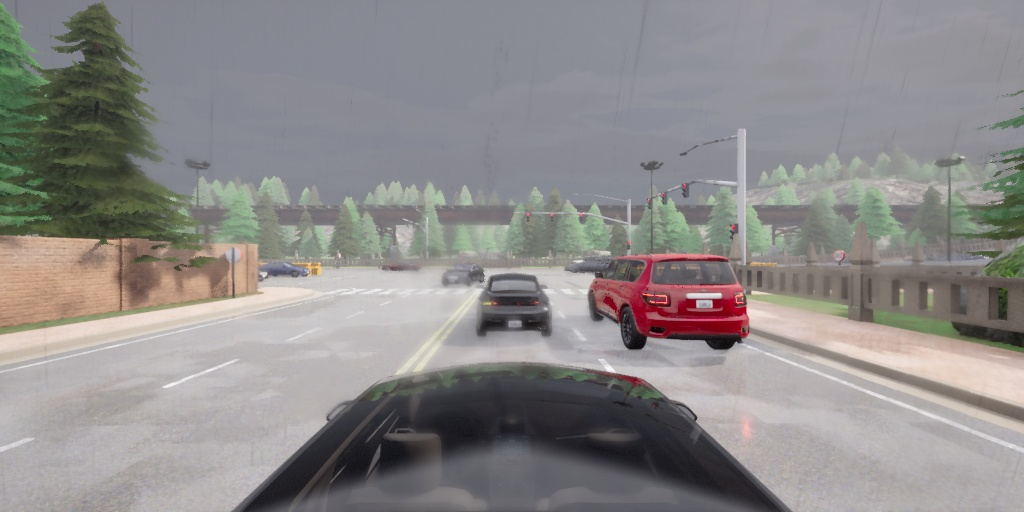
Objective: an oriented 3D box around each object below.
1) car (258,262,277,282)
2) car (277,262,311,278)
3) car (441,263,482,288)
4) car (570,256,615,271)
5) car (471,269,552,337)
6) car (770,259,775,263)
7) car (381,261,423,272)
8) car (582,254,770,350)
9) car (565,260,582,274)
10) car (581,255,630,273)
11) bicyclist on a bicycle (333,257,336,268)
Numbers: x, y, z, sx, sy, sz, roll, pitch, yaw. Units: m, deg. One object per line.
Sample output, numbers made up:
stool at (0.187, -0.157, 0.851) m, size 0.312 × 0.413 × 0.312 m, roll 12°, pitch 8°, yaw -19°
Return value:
car at (-20.932, 1.242, 26.804) m, size 4.902 × 1.511 × 2.128 m, roll 0°, pitch 0°, yaw 0°
car at (-21.555, 1.276, 33.817) m, size 4.674 × 1.442 × 1.812 m, roll 0°, pitch 0°, yaw 0°
car at (-3.199, 1.241, 24.098) m, size 2.128 × 1.511 × 4.902 m, roll 0°, pitch 0°, yaw 10°
car at (10.683, 0.973, 48.074) m, size 5.566 × 2.045 × 2.150 m, roll 0°, pitch 0°, yaw 0°
car at (0.021, 1.255, 10.334) m, size 1.837 × 1.490 × 4.892 m, roll 0°, pitch 0°, yaw -1°
car at (27.858, 1.103, 41.111) m, size 4.553 × 1.767 × 2.097 m, roll 0°, pitch 0°, yaw 0°
car at (-13.663, 1.351, 44.531) m, size 4.718 × 1.301 × 1.895 m, roll 0°, pitch 0°, yaw 0°
car at (3.517, 0.971, 9.233) m, size 2.150 × 2.045 × 5.566 m, roll 0°, pitch 0°, yaw 0°
car at (8.796, 1.298, 41.069) m, size 5.357 × 1.411 × 2.033 m, roll 0°, pitch 0°, yaw 0°
car at (11.586, 0.974, 44.570) m, size 5.566 × 2.045 × 2.150 m, roll 0°, pitch 0°, yaw 0°
bicyclist on a bicycle at (-27.410, 1.051, 55.790) m, size 0.582 × 1.620 × 1.656 m, roll 0°, pitch 0°, yaw 0°
